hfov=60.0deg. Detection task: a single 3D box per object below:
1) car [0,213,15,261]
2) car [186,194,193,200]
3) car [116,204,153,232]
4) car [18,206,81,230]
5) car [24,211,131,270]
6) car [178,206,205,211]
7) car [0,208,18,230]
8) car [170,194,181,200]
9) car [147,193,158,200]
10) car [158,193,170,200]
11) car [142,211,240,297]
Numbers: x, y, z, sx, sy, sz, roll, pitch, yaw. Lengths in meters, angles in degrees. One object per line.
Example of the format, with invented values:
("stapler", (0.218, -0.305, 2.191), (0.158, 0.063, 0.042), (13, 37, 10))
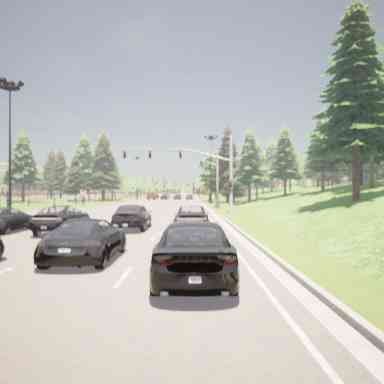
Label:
("car", (-6.973, 1.521, 8.906), (1.812, 1.442, 4.674), (0, 0, -1))
("car", (-0.665, 1.503, 92.483), (1.994, 1.385, 4.181), (0, 0, 0))
("car", (-3.541, 1.496, 19.909), (1.837, 1.490, 4.892), (0, 0, 0))
("car", (-7.031, 1.483, 18.172), (2.128, 1.511, 4.902), (0, 0, 0))
("car", (-3.479, 1.559, 11.044), (1.994, 1.385, 4.181), (0, 0, 0))
("car", (-0.031, 1.483, 18.133), (2.128, 1.511, 4.902), (0, 0, 0))
("car", (-10.534, 1.555, 18.648), (1.994, 1.385, 4.181), (0, 0, 0))
("car", (-4.161, 1.475, 92.041), (2.128, 1.511, 4.902), (0, 0, 0))
("car", (-11.161, 1.175, 92.020), (2.150, 2.045, 5.566), (0, 0, 0))
("car", (-7.661, 1.450, 92.016), (1.837, 1.490, 4.892), (0, 0, 0))
("car", (0.041, 1.474, 8.640), (1.882, 1.535, 5.008), (0, 0, 0))
